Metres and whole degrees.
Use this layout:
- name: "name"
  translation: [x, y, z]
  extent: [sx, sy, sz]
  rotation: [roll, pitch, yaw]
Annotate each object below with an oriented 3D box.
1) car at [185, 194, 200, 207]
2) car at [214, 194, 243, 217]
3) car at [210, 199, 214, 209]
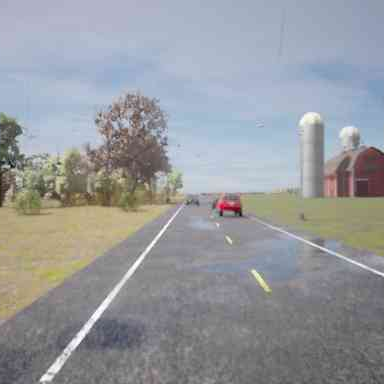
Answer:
- name: "car"
  translation: [0.113, 1.295, 53.279]
  extent: [2.150, 2.045, 5.566]
  rotation: [0, 0, 0]
- name: "car"
  translation: [3.637, 1.273, 32.856]
  extent: [2.150, 2.045, 5.566]
  rotation: [0, -1, 0]
- name: "car"
  translation: [3.606, 1.581, 45.847]
  extent: [1.837, 1.490, 4.892]
  rotation: [0, 0, 0]
